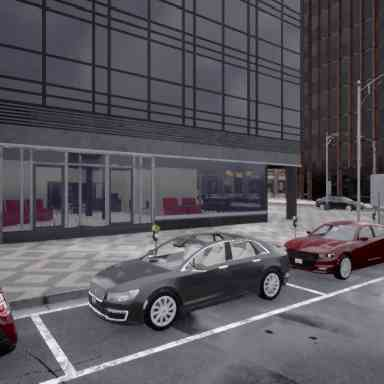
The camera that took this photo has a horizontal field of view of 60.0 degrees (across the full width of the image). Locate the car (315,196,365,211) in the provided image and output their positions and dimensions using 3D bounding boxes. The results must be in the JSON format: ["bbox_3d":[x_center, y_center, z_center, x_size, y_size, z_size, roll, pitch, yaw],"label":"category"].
[{"bbox_3d":[15.011,1.160,33.833,1.837,1.490,4.892,0,1,-36],"label":"car"}]

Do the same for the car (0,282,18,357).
[{"bbox_3d":[-4.284,1.440,3.593,4.097,1.590,1.967,0,0,-36],"label":"car"}]

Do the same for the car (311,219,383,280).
[{"bbox_3d":[4.594,1.545,9.940,4.507,1.381,1.887,0,0,-36],"label":"car"}]

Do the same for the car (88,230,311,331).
[{"bbox_3d":[0.155,1.551,6.767,4.403,1.369,2.008,0,0,-36],"label":"car"}]
